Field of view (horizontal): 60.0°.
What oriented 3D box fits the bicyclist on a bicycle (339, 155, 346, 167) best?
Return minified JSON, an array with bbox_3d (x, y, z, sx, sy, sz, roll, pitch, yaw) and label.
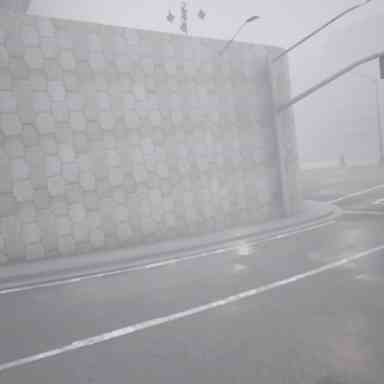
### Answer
[{"bbox_3d":[20.346,-4.280,45.113,1.656,1.620,0.582,-12,7,-35],"label":"bicyclist on a bicycle"}]
